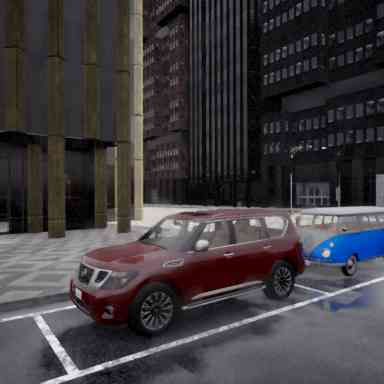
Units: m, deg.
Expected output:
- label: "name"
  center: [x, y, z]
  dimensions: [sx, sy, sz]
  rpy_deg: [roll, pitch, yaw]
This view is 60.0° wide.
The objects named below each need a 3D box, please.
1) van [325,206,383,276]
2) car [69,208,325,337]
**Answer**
- label: "van"
  center: [4.713, 1.339, 10.024]
  dimensions: [3.998, 1.788, 1.690]
  rpy_deg: [0, 0, -36]
- label: "car"
  center: [0.216, 1.314, 6.813]
  dimensions: [5.009, 1.841, 2.192]
  rpy_deg: [0, 0, -36]
